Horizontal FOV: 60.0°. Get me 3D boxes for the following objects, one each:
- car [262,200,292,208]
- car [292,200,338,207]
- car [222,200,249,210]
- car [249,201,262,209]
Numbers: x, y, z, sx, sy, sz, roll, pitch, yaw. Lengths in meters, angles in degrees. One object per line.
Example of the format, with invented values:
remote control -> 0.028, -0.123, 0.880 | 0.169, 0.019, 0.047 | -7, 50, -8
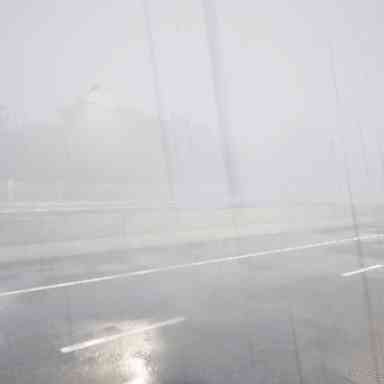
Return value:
car -> 9.569, 1.507, 32.410 | 4.902, 1.511, 2.128 | 0, 0, -36
car -> 11.627, 1.557, 29.583 | 5.357, 1.411, 2.033 | 0, 0, -36
car -> 5.684, 1.627, 38.234 | 4.718, 1.301, 1.895 | 0, 0, -35
car -> 8.607, 1.585, 36.022 | 4.181, 1.385, 1.994 | 0, 0, -36
